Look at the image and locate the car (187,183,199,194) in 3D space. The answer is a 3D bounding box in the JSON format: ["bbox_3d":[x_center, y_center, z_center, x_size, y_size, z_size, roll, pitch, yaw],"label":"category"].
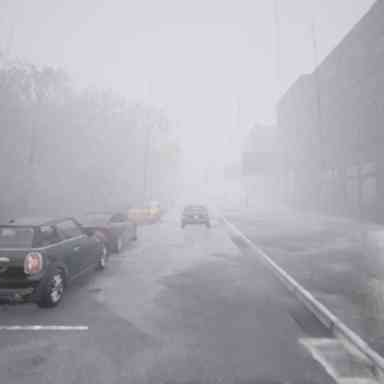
[{"bbox_3d":[0.461,-0.698,76.904,2.150,2.045,5.566,0,4,0],"label":"car"}]

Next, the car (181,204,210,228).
[{"bbox_3d":[0.230,1.517,22.057,2.033,1.411,5.357,0,0,0],"label":"car"}]

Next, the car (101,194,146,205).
[{"bbox_3d":[-7.618,1.286,37.331,5.566,2.045,2.150,-1,-3,-20],"label":"car"}]

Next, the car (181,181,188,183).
[{"bbox_3d":[-3.078,-1.561,94.768,1.946,1.575,5.366,0,4,3],"label":"car"}]

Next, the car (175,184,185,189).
[{"bbox_3d":[-3.222,-0.270,72.304,2.185,1.767,4.553,0,4,3],"label":"car"}]

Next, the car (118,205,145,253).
[{"bbox_3d":[-3.582,1.525,13.802,2.163,1.488,4.792,-1,1,3],"label":"car"}]

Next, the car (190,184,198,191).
[{"bbox_3d":[0.526,-1.263,87.765,1.837,1.490,4.892,0,4,0],"label":"car"}]

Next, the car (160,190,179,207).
[{"bbox_3d":[-3.363,1.048,44.441,2.185,1.767,4.553,2,2,3],"label":"car"}]

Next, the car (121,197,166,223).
[{"bbox_3d":[-3.496,1.438,25.049,1.946,1.575,5.366,0,1,3],"label":"car"}]

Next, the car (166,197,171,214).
[{"bbox_3d":[-3.466,1.454,31.186,2.002,1.452,4.674,0,0,3],"label":"car"}]

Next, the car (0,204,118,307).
[{"bbox_3d":[-3.606,1.353,8.197,2.185,1.767,4.553,0,1,3],"label":"car"}]

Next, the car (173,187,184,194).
[{"bbox_3d":[-3.268,0.509,61.193,2.231,1.521,4.892,1,3,2],"label":"car"}]

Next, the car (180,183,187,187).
[{"bbox_3d":[-3.153,-0.842,83.457,2.231,1.521,4.892,0,4,3],"label":"car"}]

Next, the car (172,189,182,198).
[{"bbox_3d":[-3.299,0.766,55.459,1.946,1.575,5.366,1,3,3],"label":"car"}]
